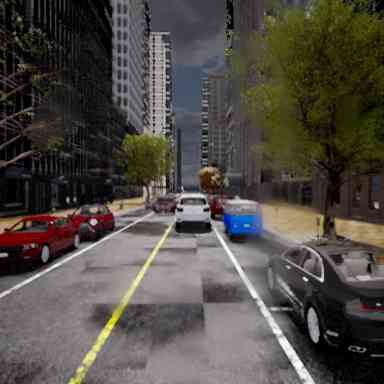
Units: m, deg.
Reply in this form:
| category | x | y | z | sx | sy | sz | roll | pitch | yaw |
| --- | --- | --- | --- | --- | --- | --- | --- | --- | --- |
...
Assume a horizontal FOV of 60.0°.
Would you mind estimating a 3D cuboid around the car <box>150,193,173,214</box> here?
| category | x | y | z | sx | sy | sz | roll | pitch | yaw |
| --- | --- | --- | --- | --- | --- | --- | --- | --- | --- |
| car | -2.854 | 1.318 | 35.472 | 2.097 | 1.767 | 4.553 | 0 | 0 | 0 |

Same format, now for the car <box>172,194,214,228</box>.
| category | x | y | z | sx | sy | sz | roll | pitch | yaw |
| --- | --- | --- | --- | --- | --- | --- | --- | --- | --- |
| car | 0.081 | 1.201 | 22.111 | 2.150 | 2.045 | 5.566 | 0 | 0 | 0 |

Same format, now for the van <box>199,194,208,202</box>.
| category | x | y | z | sx | sy | sz | roll | pitch | yaw |
| --- | --- | --- | --- | --- | --- | --- | --- | --- | --- |
| van | 2.527 | 1.275 | 73.841 | 1.690 | 1.788 | 3.998 | -1 | 0 | 0 |

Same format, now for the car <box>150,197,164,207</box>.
| category | x | y | z | sx | sy | sz | roll | pitch | yaw |
| --- | --- | --- | --- | --- | --- | --- | --- | --- | --- |
| car | -5.342 | 1.534 | 51.212 | 1.802 | 1.307 | 4.206 | -1 | 0 | 0 |

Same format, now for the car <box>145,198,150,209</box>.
| category | x | y | z | sx | sy | sz | roll | pitch | yaw |
| --- | --- | --- | --- | --- | --- | --- | --- | --- | --- |
| car | -5.341 | 1.508 | 45.564 | 2.008 | 1.369 | 4.403 | -1 | 0 | 0 |

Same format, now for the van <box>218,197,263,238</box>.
| category | x | y | z | sx | sy | sz | roll | pitch | yaw |
| --- | --- | --- | --- | --- | --- | --- | --- | --- | --- |
| van | 2.545 | 1.324 | 17.354 | 1.690 | 1.788 | 3.998 | -1 | 0 | 0 |

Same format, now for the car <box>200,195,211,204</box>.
| category | x | y | z | sx | sy | sz | roll | pitch | yaw |
| --- | --- | --- | --- | --- | --- | --- | --- | --- | --- |
| car | 2.532 | 1.384 | 62.544 | 1.967 | 1.590 | 4.097 | -1 | 0 | 0 |

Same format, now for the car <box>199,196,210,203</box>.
| category | x | y | z | sx | sy | sz | roll | pitch | yaw |
| --- | --- | --- | --- | --- | --- | --- | --- | --- | --- |
| car | 2.532 | 1.484 | 68.193 | 1.887 | 1.381 | 4.507 | -1 | 0 | 0 |

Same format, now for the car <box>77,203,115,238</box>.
| category | x | y | z | sx | sy | sz | roll | pitch | yaw |
| --- | --- | --- | --- | --- | --- | --- | --- | --- | --- |
| car | -5.333 | 1.422 | 17.321 | 1.967 | 1.590 | 4.097 | -1 | 0 | 0 |

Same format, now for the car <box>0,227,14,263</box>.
| category | x | y | z | sx | sy | sz | roll | pitch | yaw |
| --- | --- | --- | --- | --- | --- | --- | --- | --- | --- |
| car | -5.328 | 1.575 | 6.024 | 1.802 | 1.307 | 4.206 | -1 | 0 | 0 |

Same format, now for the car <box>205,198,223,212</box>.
| category | x | y | z | sx | sy | sz | roll | pitch | yaw |
| --- | --- | --- | --- | --- | --- | --- | --- | --- | --- |
| car | 2.541 | 1.507 | 39.949 | 1.887 | 1.381 | 4.507 | -1 | 0 | 0 |

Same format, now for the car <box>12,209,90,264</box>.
| category | x | y | z | sx | sy | sz | roll | pitch | yaw |
| --- | --- | --- | --- | --- | --- | --- | --- | --- | --- |
| car | -5.332 | 1.532 | 11.674 | 1.887 | 1.381 | 4.507 | -1 | 0 | 0 |

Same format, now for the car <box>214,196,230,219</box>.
| category | x | y | z | sx | sy | sz | roll | pitch | yaw |
| --- | --- | --- | --- | --- | --- | --- | --- | --- | --- |
| car | 2.541 | 1.287 | 28.652 | 2.192 | 1.841 | 5.009 | -1 | 0 | 0 |

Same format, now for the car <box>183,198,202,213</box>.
| category | x | y | z | sx | sy | sz | roll | pitch | yaw |
| --- | --- | --- | --- | --- | --- | --- | --- | --- | --- |
| car | 0.074 | 1.511 | 38.670 | 2.033 | 1.411 | 5.357 | 0 | 0 | 0 |

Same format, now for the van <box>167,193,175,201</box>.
| category | x | y | z | sx | sy | sz | roll | pitch | yaw |
| --- | --- | --- | --- | --- | --- | --- | --- | --- | --- |
| van | -5.357 | 1.266 | 85.105 | 1.690 | 1.788 | 3.998 | -1 | 0 | 0 |

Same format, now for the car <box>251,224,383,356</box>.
| category | x | y | z | sx | sy | sz | roll | pitch | yaw |
| --- | --- | --- | --- | --- | --- | --- | --- | --- | --- |
| car | 2.552 | 1.544 | 6.057 | 2.008 | 1.369 | 4.403 | -1 | 0 | 0 |

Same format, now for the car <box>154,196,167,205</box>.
| category | x | y | z | sx | sy | sz | roll | pitch | yaw |
| --- | --- | --- | --- | --- | --- | --- | --- | --- | --- |
| car | -5.345 | 1.492 | 56.861 | 1.887 | 1.381 | 4.507 | -1 | 0 | 0 |
